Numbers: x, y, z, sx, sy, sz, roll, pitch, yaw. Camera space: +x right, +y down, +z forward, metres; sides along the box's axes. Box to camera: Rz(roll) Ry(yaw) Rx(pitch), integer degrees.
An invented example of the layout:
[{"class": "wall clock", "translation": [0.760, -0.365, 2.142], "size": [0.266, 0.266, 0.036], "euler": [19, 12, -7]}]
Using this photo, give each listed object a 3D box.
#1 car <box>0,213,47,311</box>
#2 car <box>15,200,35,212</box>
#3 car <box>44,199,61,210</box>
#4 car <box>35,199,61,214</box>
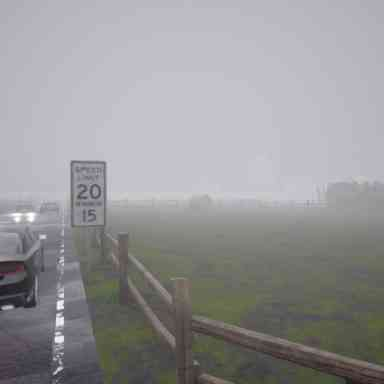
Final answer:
[{"class": "car", "translation": [-4.444, 1.480, 7.521], "size": [1.882, 1.535, 5.008], "euler": [0, 0, -21]}, {"class": "car", "translation": [-19.627, 1.621, 39.366], "size": [1.895, 1.301, 4.718], "euler": [0, 0, -21]}, {"class": "car", "translation": [-18.948, 1.601, 45.269], "size": [1.895, 1.301, 4.718], "euler": [0, 0, -21]}, {"class": "car", "translation": [-15.153, 1.492, 35.530], "size": [2.128, 1.511, 4.902], "euler": [0, 0, -21]}]
